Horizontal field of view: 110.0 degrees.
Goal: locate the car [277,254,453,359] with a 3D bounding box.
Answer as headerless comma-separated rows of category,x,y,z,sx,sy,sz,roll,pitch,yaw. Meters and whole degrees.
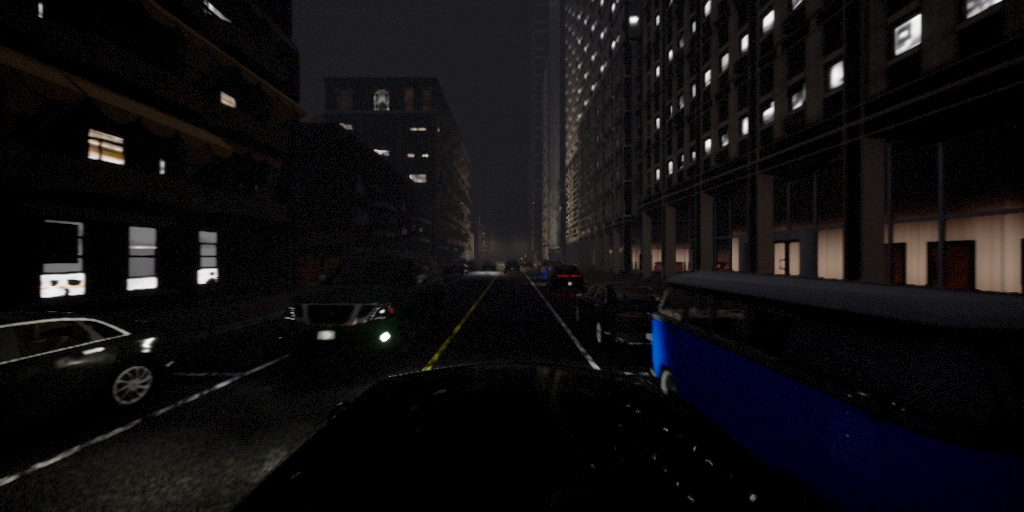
car,-3.092,0.973,8.771,2.150,2.045,5.566,0,0,0

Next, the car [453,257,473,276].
car,-5.695,1.075,37.267,2.192,1.841,5.009,0,0,0

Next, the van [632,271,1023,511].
van,2.689,1.091,3.376,1.690,1.789,3.998,0,0,0

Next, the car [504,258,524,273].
car,0.045,1.255,43.174,2.128,1.511,4.902,0,0,1

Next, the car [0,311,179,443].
car,-5.691,1.301,3.376,2.007,1.370,4.403,0,0,0

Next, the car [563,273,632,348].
car,2.689,1.301,9.025,2.007,1.370,4.403,0,0,0

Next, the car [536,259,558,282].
car,3.109,1.108,28.904,2.097,1.767,4.553,0,0,0

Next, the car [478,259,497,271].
car,-3.083,1.367,48.522,1.895,1.301,4.718,0,0,0

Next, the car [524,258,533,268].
car,2.683,1.356,59.861,1.802,1.307,4.207,0,0,0

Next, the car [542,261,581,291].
car,3.143,1.257,21.934,1.837,1.490,4.892,0,0,0

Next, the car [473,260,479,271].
car,-5.696,1.333,48.564,1.948,1.339,4.313,0,0,0
